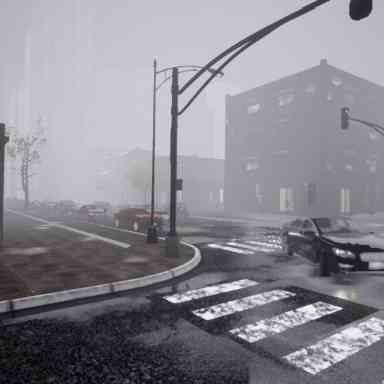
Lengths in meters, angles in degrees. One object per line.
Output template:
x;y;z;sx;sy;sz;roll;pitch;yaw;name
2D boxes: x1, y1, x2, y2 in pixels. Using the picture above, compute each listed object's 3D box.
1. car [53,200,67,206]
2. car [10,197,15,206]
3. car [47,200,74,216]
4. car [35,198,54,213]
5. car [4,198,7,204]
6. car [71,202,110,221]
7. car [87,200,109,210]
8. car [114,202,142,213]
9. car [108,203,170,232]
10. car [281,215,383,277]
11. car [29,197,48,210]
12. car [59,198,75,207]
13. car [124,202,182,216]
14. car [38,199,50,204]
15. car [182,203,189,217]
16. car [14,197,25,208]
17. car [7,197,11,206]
-28.360;2.306;71.433;1.802;1.307;4.206;1;-1;-35;car
-32.059;2.081;62.100;1.947;1.339;4.313;1;-1;-35;car
-13.703;1.792;35.610;1.947;1.339;4.313;1;-1;-35;car
-18.002;1.843;41.811;2.008;1.369;4.403;1;-1;-35;car
-38.398;1.930;71.173;2.192;1.841;5.009;1;-1;-35;car
-8.547;1.730;28.232;1.802;1.307;4.206;1;-1;-35;car
-14.780;2.039;52.124;1.752;1.417;4.829;1;-1;-35;car
-8.299;1.966;42.946;2.008;1.369;4.403;1;-1;-35;car
-3.390;1.615;20.855;1.887;1.381;4.507;1;-1;-35;car
4.271;1.497;10.353;2.128;1.511;4.902;1;0;-3;car
-22.678;1.891;48.572;1.752;1.417;4.829;1;-1;-35;car
-25.190;2.114;66.899;1.967;1.590;4.097;1;-1;-35;car
-3.167;1.644;25.296;2.128;1.511;4.902;1;-1;-35;car
-37.966;2.403;85.178;1.752;1.417;4.829;1;-1;-35;car
-2.096;1.762;34.083;1.967;1.590;4.097;1;-1;-35;car
-29.071;2.012;57.812;1.887;1.381;4.507;1;-1;-35;car
-35.229;2.131;66.635;1.947;1.339;4.313;1;-1;-35;car
